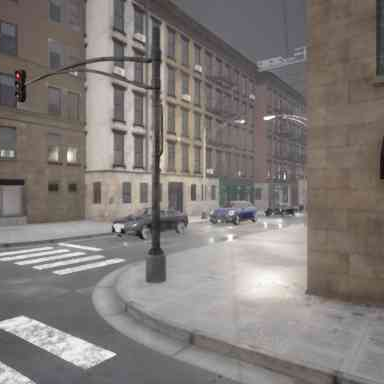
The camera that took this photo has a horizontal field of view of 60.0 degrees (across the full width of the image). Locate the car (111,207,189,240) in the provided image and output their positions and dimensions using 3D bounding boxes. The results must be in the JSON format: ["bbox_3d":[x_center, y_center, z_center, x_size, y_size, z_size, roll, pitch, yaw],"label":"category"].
[{"bbox_3d":[-2.112,1.565,17.809,2.128,1.511,4.902,0,0,35],"label":"car"}]

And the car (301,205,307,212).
[{"bbox_3d":[14.868,1.829,41.585,1.895,1.301,4.718,0,0,36],"label":"car"}]

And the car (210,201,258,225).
[{"bbox_3d":[3.229,1.474,25.327,2.097,1.767,4.553,0,0,36],"label":"car"}]

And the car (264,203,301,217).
[{"bbox_3d":[8.952,1.774,33.335,1.895,1.301,4.718,0,0,35],"label":"car"}]
